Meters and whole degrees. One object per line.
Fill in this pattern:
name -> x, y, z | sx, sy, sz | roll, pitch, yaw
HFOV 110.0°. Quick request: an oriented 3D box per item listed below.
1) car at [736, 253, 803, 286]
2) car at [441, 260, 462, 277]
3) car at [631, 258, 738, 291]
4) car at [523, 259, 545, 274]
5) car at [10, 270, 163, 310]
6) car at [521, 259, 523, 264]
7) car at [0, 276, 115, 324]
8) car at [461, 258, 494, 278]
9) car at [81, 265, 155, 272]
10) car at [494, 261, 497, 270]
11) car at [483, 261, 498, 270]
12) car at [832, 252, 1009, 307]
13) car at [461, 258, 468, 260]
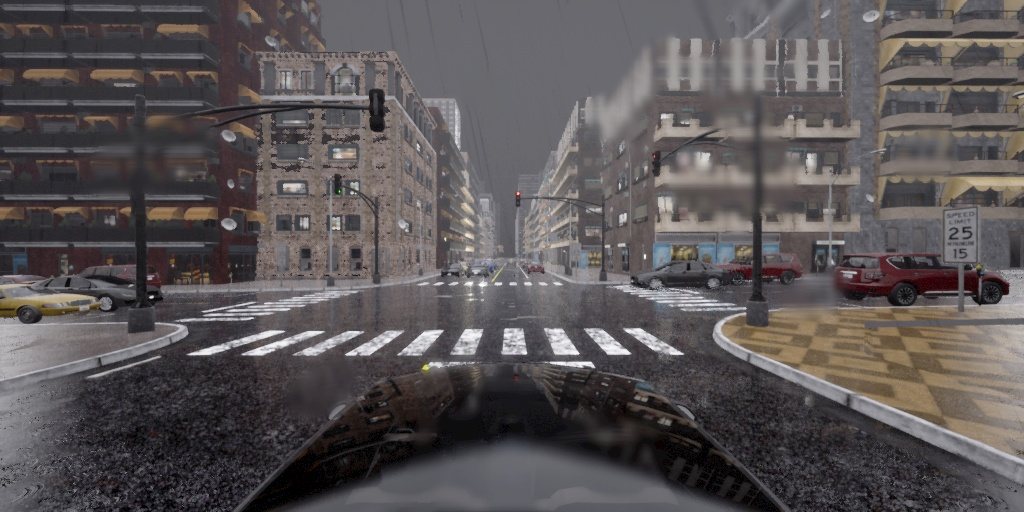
car -> 14.537, 0.758, 21.497 | 5.009, 1.841, 2.192 | 0, 0, -1
car -> -5.756, 1.321, 35.120 | 1.948, 1.339, 4.313 | 0, 0, 0
car -> 8.926, 1.057, 19.200 | 4.892, 1.490, 1.837 | -1, 0, 4
car -> 2.613, 1.197, 40.822 | 1.967, 1.591, 4.097 | 0, 0, 0
car -> -17.895, 1.560, 15.355 | 4.892, 1.490, 1.837 | -1, 0, -1
car -> 2.602, 1.199, 46.504 | 1.967, 1.591, 4.097 | 0, 0, 0
car -> -17.651, 1.585, 12.771 | 4.829, 1.417, 1.751 | 0, 0, -1
car -> -3.163, 1.246, 33.996 | 2.128, 1.511, 4.902 | 0, 0, 0
car -> -23.637, 1.462, 21.055 | 5.009, 1.841, 2.192 | 0, 0, -1
car -> -3.182, 1.236, 43.418 | 1.882, 1.535, 5.008 | 0, 0, 0
car -> -3.194, 1.363, 53.415 | 1.895, 1.301, 4.718 | 0, 0, 0
car -> 14.688, 0.774, 13.118 | 5.009, 1.841, 2.192 | 0, 0, -1
car -> -5.767, 1.282, 40.633 | 1.751, 1.417, 4.829 | 0, 0, 0
